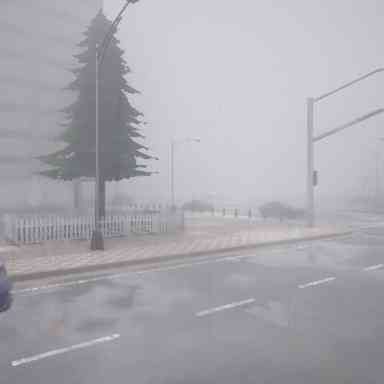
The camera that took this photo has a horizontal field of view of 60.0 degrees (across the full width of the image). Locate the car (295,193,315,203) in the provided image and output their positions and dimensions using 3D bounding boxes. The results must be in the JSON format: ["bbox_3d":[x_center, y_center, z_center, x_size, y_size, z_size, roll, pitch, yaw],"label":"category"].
[{"bbox_3d":[21.103,1.395,62.520,1.970,1.475,3.806,0,0,-36],"label":"car"}]

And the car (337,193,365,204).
[{"bbox_3d":[34.792,1.153,72.427,1.932,1.855,4.605,0,0,-36],"label":"car"}]

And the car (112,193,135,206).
[{"bbox_3d":[-11.624,1.226,56.231,2.150,2.045,5.566,0,0,-35],"label":"car"}]

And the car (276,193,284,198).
[{"bbox_3d":[19.361,1.364,79.842,1.784,1.438,3.905,0,0,-36],"label":"car"}]

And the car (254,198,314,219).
[{"bbox_3d":[7.902,1.526,29.042,1.812,1.442,4.674,0,0,-34],"label":"car"}]

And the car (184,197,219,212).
[{"bbox_3d":[0.795,1.564,38.863,1.994,1.385,4.181,0,0,-36],"label":"car"}]

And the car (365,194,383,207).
[{"bbox_3d":[26.683,1.153,45.101,1.932,1.855,4.605,0,0,-36],"label":"car"}]

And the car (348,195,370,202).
[{"bbox_3d":[37.185,1.364,74.060,1.784,1.438,3.905,0,0,-36],"label":"car"}]

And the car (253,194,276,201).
[{"bbox_3d":[17.006,1.395,78.158,1.970,1.475,3.806,0,0,-36],"label":"car"}]

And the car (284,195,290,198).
[{"bbox_3d":[21.513,1.153,81.445,1.932,1.855,4.605,0,0,-36],"label":"car"}]

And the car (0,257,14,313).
[{"bbox_3d":[-5.120,1.526,4.606,4.674,1.442,1.812,0,0,-35],"label":"car"}]
